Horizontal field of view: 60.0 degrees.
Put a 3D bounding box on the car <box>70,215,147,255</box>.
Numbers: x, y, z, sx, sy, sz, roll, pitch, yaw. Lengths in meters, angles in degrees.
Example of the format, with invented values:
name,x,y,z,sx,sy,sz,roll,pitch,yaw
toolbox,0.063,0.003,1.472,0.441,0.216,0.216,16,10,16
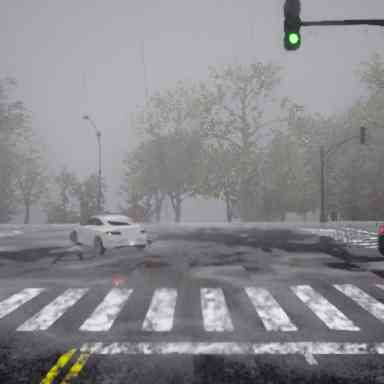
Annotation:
name,x,y,z,sx,sy,sz,roll,pitch,yaw
car,-3.583,1.686,14.093,1.812,1.442,4.674,1,-2,-36

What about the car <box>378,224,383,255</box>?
name,x,y,z,sx,sy,sz,roll,pitch,yaw
car,8.609,1.300,11.453,4.553,1.767,2.097,0,-1,-28
